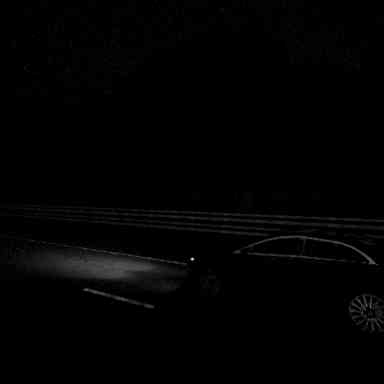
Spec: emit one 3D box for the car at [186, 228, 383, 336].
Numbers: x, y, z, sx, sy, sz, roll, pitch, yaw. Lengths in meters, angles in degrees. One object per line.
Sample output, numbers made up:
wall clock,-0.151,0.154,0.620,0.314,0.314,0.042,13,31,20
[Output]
car,2.134,1.488,6.708,4.902,1.511,2.128,0,0,35
